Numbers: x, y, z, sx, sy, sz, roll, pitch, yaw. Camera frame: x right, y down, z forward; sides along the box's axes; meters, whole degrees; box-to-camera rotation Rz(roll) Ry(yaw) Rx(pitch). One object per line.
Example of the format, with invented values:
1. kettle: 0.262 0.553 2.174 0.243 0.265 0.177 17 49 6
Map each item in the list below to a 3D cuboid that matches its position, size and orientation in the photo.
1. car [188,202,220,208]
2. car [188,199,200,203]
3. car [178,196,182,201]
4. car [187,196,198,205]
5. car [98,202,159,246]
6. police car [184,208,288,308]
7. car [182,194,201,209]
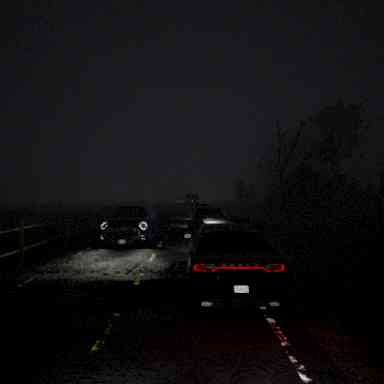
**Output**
1. car: 0.839 1.509 18.055 1.837 1.490 4.892 0 0 0
2. car: 0.844 1.511 24.055 1.837 1.490 4.892 0 0 0
3. car: -2.682 1.690 88.287 1.994 1.385 4.181 0 0 0
4. car: 0.047 1.534 60.562 1.882 1.535 5.008 0 0 0
5. car: -2.738 1.354 15.244 2.097 1.767 4.553 0 0 0
6. police car: 0.832 1.426 8.165 1.930 1.638 5.238 0 0 0
7. car: 0.073 1.251 45.948 2.150 2.045 5.566 0 0 1
